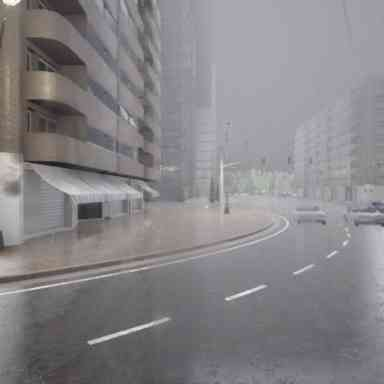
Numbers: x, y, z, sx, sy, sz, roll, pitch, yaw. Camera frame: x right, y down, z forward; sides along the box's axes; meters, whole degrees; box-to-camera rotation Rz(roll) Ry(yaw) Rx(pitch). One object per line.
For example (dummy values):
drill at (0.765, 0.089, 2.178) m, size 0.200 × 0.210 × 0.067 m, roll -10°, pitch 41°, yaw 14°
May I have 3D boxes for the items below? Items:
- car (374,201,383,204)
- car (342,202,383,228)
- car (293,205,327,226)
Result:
car at (16.850, 1.517, 29.439) m, size 1.812 × 1.442 × 4.674 m, roll 0°, pitch 0°, yaw 3°
car at (11.586, 1.595, 22.444) m, size 1.895 × 1.301 × 4.718 m, roll 0°, pitch 0°, yaw 14°
car at (8.319, 1.595, 23.663) m, size 1.895 × 1.301 × 4.718 m, roll 0°, pitch 0°, yaw 13°
